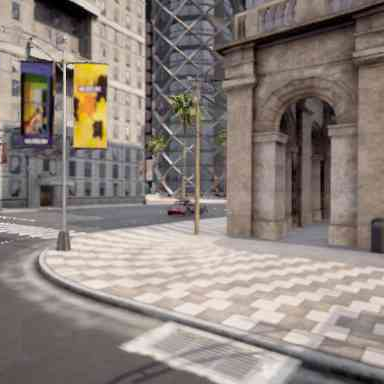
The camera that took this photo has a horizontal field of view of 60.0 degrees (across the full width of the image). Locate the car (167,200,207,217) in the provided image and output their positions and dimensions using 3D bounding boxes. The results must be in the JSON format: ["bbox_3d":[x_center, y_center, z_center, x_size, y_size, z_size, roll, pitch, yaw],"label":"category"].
[{"bbox_3d":[-0.396,1.433,30.223,1.994,1.385,4.181,0,0,35],"label":"car"}]
